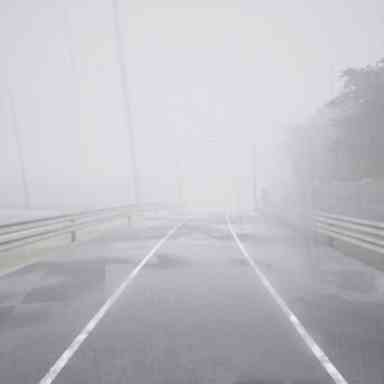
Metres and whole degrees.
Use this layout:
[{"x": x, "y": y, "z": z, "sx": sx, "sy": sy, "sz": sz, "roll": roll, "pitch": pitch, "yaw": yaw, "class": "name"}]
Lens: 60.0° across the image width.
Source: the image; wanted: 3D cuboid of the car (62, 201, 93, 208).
[{"x": -18.025, "y": 2.208, "z": 52.656, "sx": 4.902, "sy": 1.511, "sz": 2.128, "roll": 3, "pitch": -4, "yaw": -35, "class": "car"}]

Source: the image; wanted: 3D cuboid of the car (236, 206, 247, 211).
[{"x": 12.820, "y": 4.284, "z": 85.920, "sx": 1.812, "sy": 1.442, "sz": 4.674, "roll": -2, "pitch": -4, "yaw": 29, "class": "car"}]
